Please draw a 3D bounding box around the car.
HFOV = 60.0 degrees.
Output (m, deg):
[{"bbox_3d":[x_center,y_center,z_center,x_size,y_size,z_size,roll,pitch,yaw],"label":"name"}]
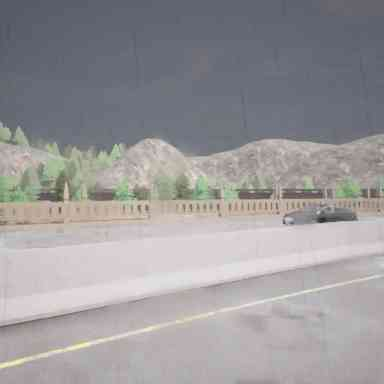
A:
[{"bbox_3d":[7.680,1.491,19.961,4.902,1.511,2.128,0,0,-25],"label":"car"}]
